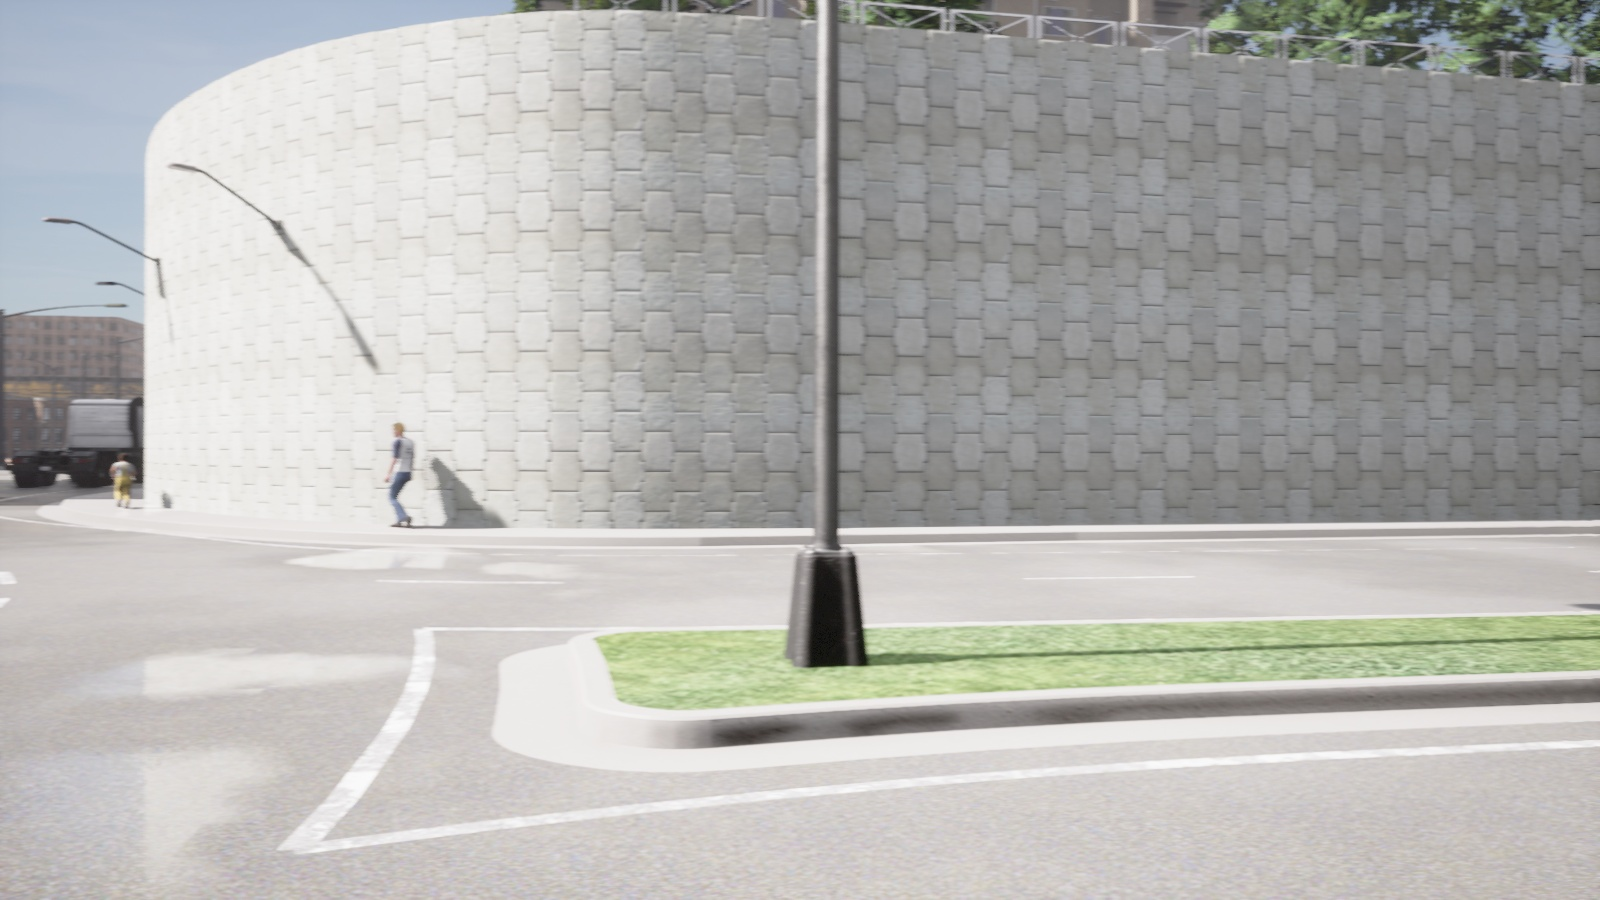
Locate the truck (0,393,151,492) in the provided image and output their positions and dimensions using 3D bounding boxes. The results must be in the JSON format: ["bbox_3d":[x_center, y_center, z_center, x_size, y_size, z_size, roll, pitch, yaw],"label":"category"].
[{"bbox_3d":[-27.605,-0.269,47.844,2.891,3.462,7.936,0,0,-10],"label":"truck"}]

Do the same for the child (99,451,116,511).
[{"bbox_3d":[-14.720,0.661,26.696,0.270,1.263,0.437,0,0,-34],"label":"child"}]

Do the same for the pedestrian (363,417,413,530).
[{"bbox_3d":[-6.789,0.385,20.681,0.706,1.836,0.354,0,0,19],"label":"pedestrian"}]
